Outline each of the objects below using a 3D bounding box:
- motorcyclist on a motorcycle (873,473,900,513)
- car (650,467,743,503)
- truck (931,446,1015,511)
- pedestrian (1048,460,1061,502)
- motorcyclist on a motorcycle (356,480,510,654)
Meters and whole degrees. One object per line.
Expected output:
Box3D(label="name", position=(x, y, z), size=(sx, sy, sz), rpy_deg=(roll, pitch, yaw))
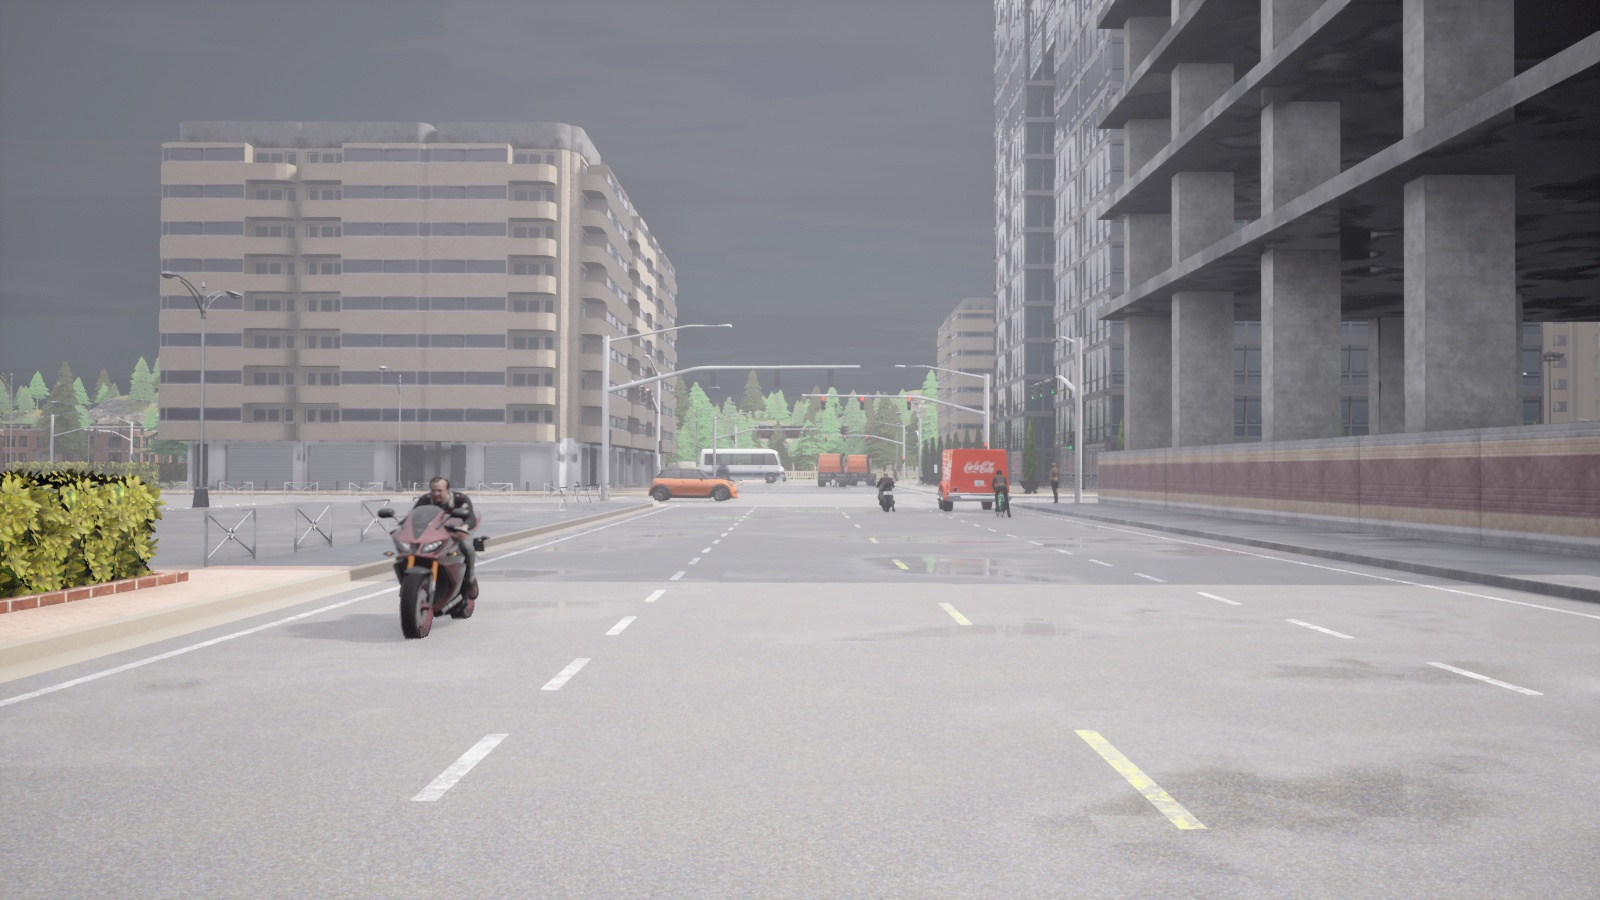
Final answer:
Box3D(label="motorcyclist on a motorcycle", position=(3.369, 1.657, 49.014), size=(0.866, 1.530, 2.191), rpy_deg=(0, -1, 0))
Box3D(label="car", position=(-5.245, 1.790, 63.887), size=(4.553, 1.767, 2.097), rpy_deg=(0, -1, 0))
Box3D(label="truck", position=(6.864, 1.147, 50.559), size=(2.627, 2.467, 5.204), rpy_deg=(0, -1, 0))
Box3D(label="pedestrian", position=(11.300, 1.358, 55.740), size=(0.331, 1.846, 0.634), rpy_deg=(0, -1, -13))
Box3D(label="motorcyclist on a motorcycle", position=(-3.533, 1.070, 12.317), size=(0.866, 1.530, 2.191), rpy_deg=(0, -1, 0))
